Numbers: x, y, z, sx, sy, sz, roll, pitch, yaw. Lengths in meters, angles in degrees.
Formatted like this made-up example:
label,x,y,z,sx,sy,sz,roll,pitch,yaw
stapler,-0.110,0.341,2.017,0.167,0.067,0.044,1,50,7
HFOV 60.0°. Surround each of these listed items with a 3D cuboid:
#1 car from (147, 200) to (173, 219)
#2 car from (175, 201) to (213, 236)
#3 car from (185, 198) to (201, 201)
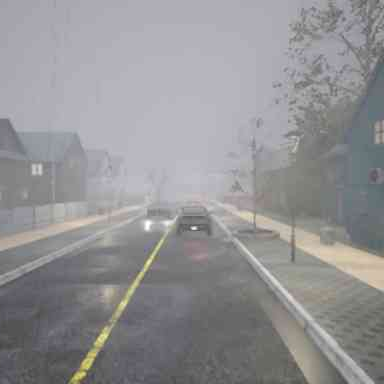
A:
label,x,y,z,sx,sy,sz,roll,pitch,yaw
car,-2.762,1.468,29.169,1.882,1.535,5.008,0,0,0
car,0.099,1.498,18.483,1.837,1.490,4.892,0,0,0
car,0.097,1.464,42.852,1.882,1.535,5.008,0,0,0
